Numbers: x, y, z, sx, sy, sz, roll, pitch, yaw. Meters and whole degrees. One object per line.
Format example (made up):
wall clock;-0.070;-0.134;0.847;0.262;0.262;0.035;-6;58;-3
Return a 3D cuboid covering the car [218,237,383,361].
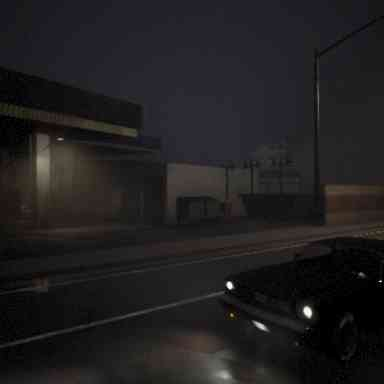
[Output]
car;2.763;1.559;5.973;4.718;1.301;1.895;-1;0;-36
